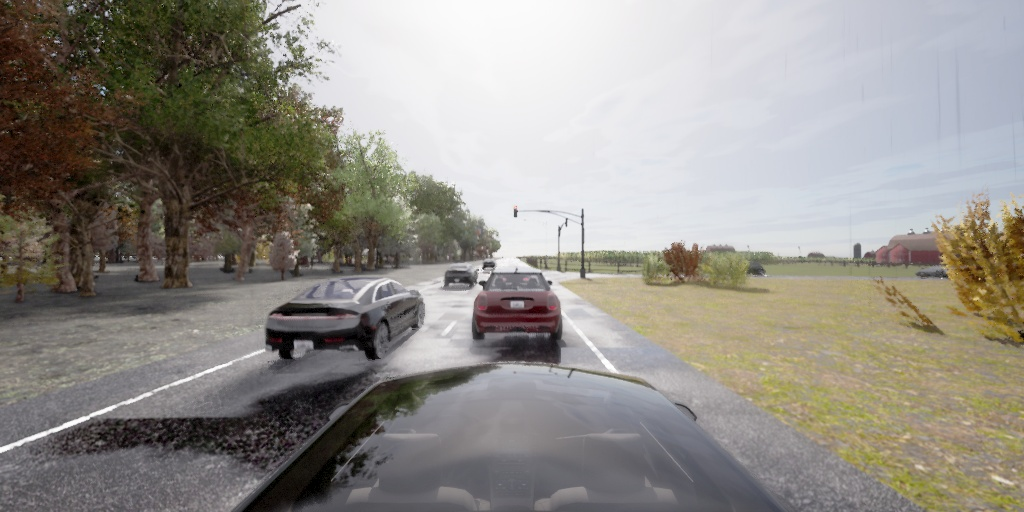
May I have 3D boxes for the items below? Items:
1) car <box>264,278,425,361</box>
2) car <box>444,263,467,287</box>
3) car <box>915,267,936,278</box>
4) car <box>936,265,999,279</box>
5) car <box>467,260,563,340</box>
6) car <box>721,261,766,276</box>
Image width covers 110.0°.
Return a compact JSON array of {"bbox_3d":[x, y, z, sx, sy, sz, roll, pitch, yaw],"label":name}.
[{"bbox_3d":[-3.387,1.236,8.260,2.128,1.511,4.902,0,0,0],"label":"car"},{"bbox_3d":[-3.355,1.239,24.265,1.837,1.490,4.892,0,0,0],"label":"car"},{"bbox_3d":[49.229,1.873,41.219,4.181,1.385,1.994,1,-1,1],"label":"car"},{"bbox_3d":[48.581,1.735,37.648,4.902,1.511,2.128,1,-1,1],"label":"car"},{"bbox_3d":[0.112,1.096,10.098,2.097,1.767,4.553,0,0,0],"label":"car"},{"bbox_3d":[26.484,1.411,41.426,4.553,1.767,2.097,1,-1,0],"label":"car"}]
